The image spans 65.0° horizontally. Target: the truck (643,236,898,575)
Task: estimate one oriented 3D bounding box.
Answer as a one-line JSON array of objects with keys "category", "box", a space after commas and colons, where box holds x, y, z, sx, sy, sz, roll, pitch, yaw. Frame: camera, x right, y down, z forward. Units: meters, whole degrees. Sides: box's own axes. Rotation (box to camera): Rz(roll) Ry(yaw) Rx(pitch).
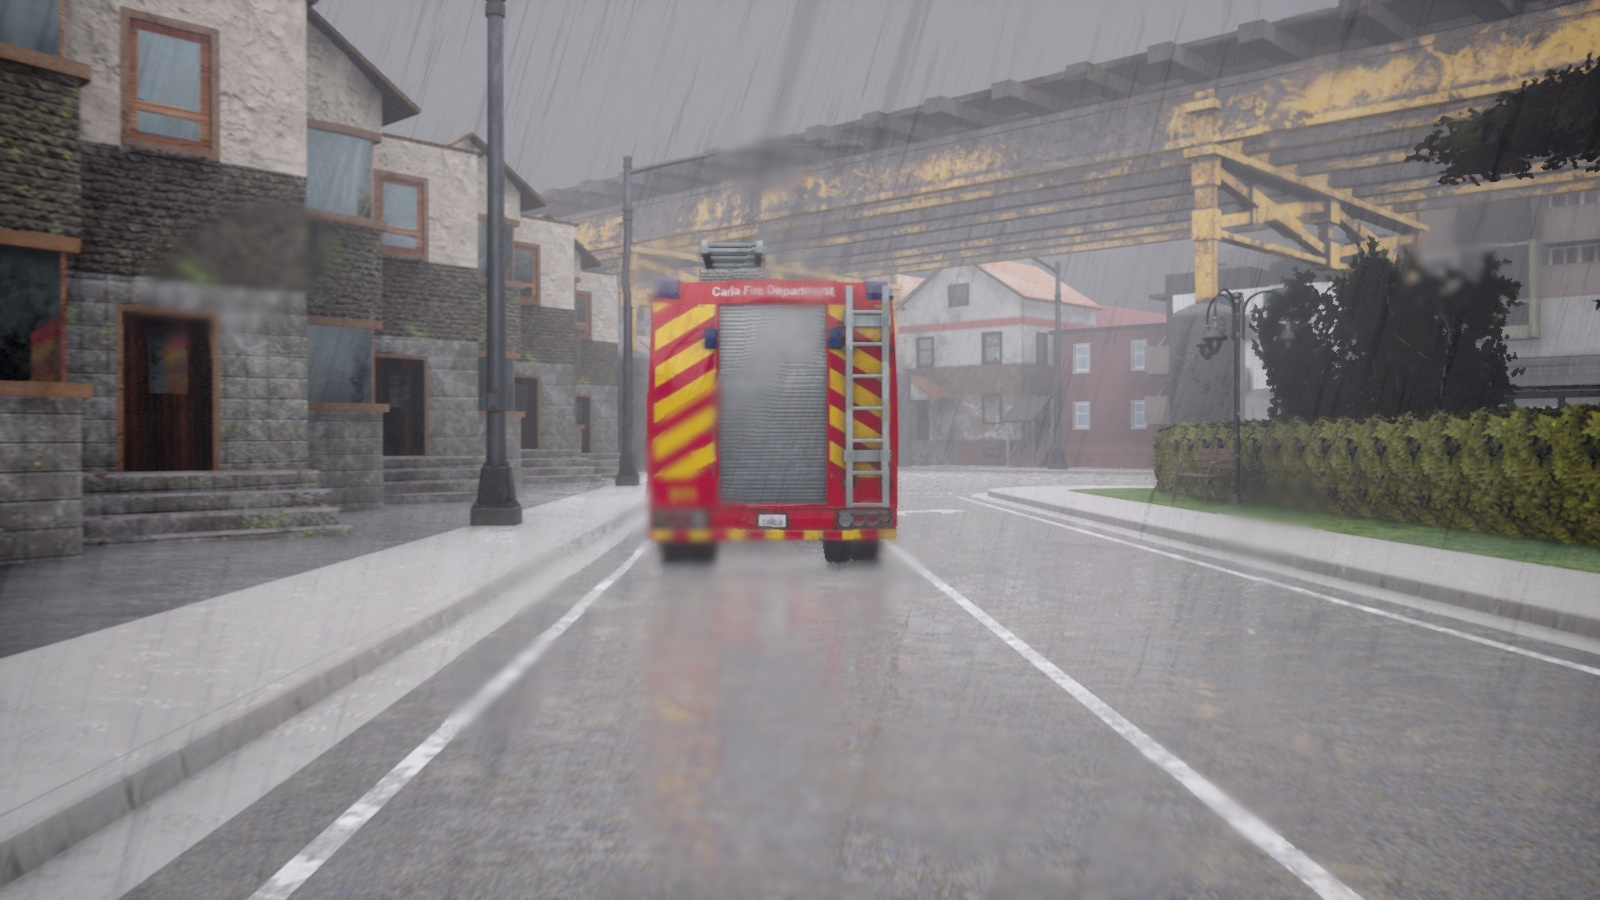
[{"category": "truck", "box": [-0.467, -0.522, 18.450, 2.891, 3.827, 8.468, 0, 0, -2]}]
